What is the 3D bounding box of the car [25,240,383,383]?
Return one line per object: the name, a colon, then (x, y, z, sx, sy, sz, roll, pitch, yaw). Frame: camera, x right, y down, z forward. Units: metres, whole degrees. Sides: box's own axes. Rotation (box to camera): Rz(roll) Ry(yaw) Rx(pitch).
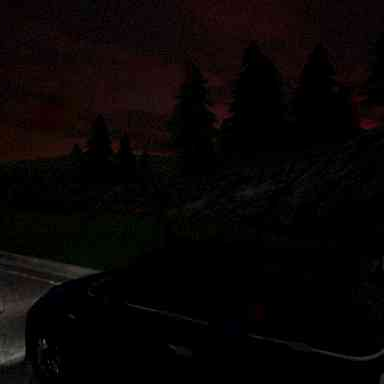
car: (0.062, 1.366, 3.842, 4.553, 1.767, 2.097, 0, 0, 36)
